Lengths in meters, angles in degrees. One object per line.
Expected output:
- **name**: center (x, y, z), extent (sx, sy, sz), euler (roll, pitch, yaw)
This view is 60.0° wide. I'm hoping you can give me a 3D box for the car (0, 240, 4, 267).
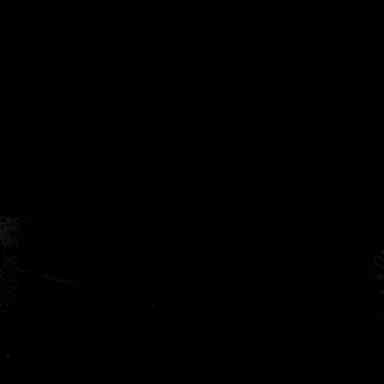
- **car**: center (-6.957, 1.473, 8.949), extent (4.902, 1.511, 2.128), euler (0, 0, 36)
